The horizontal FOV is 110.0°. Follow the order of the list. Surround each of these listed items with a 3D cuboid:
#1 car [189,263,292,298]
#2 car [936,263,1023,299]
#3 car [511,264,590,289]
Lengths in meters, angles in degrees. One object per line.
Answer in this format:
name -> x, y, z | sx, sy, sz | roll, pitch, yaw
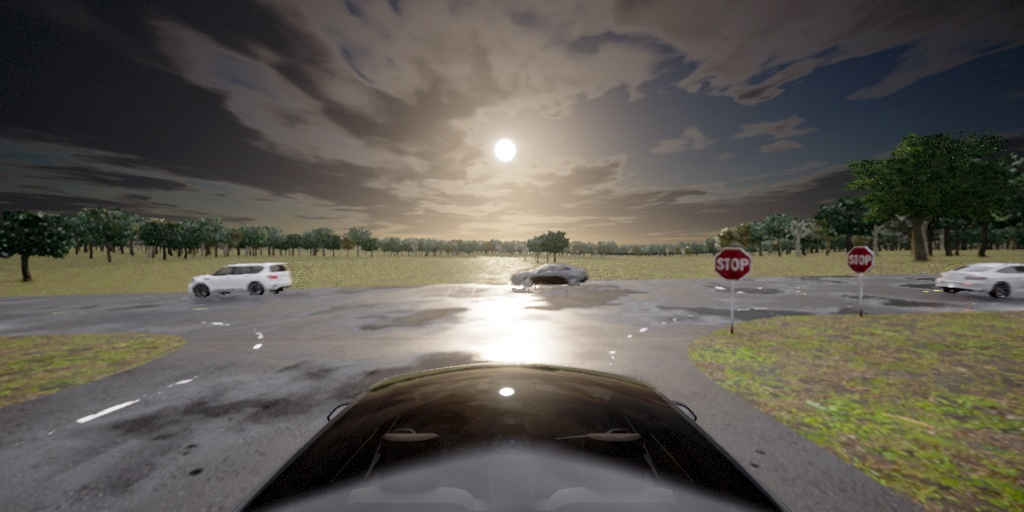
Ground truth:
car -> -16.948, 1.488, 22.567 | 5.566, 2.045, 2.150 | -2, 1, 0
car -> 21.387, 1.004, 15.589 | 4.674, 1.442, 1.812 | -1, 1, 0
car -> 2.373, 1.238, 22.586 | 4.902, 1.511, 2.128 | -1, 1, 0
